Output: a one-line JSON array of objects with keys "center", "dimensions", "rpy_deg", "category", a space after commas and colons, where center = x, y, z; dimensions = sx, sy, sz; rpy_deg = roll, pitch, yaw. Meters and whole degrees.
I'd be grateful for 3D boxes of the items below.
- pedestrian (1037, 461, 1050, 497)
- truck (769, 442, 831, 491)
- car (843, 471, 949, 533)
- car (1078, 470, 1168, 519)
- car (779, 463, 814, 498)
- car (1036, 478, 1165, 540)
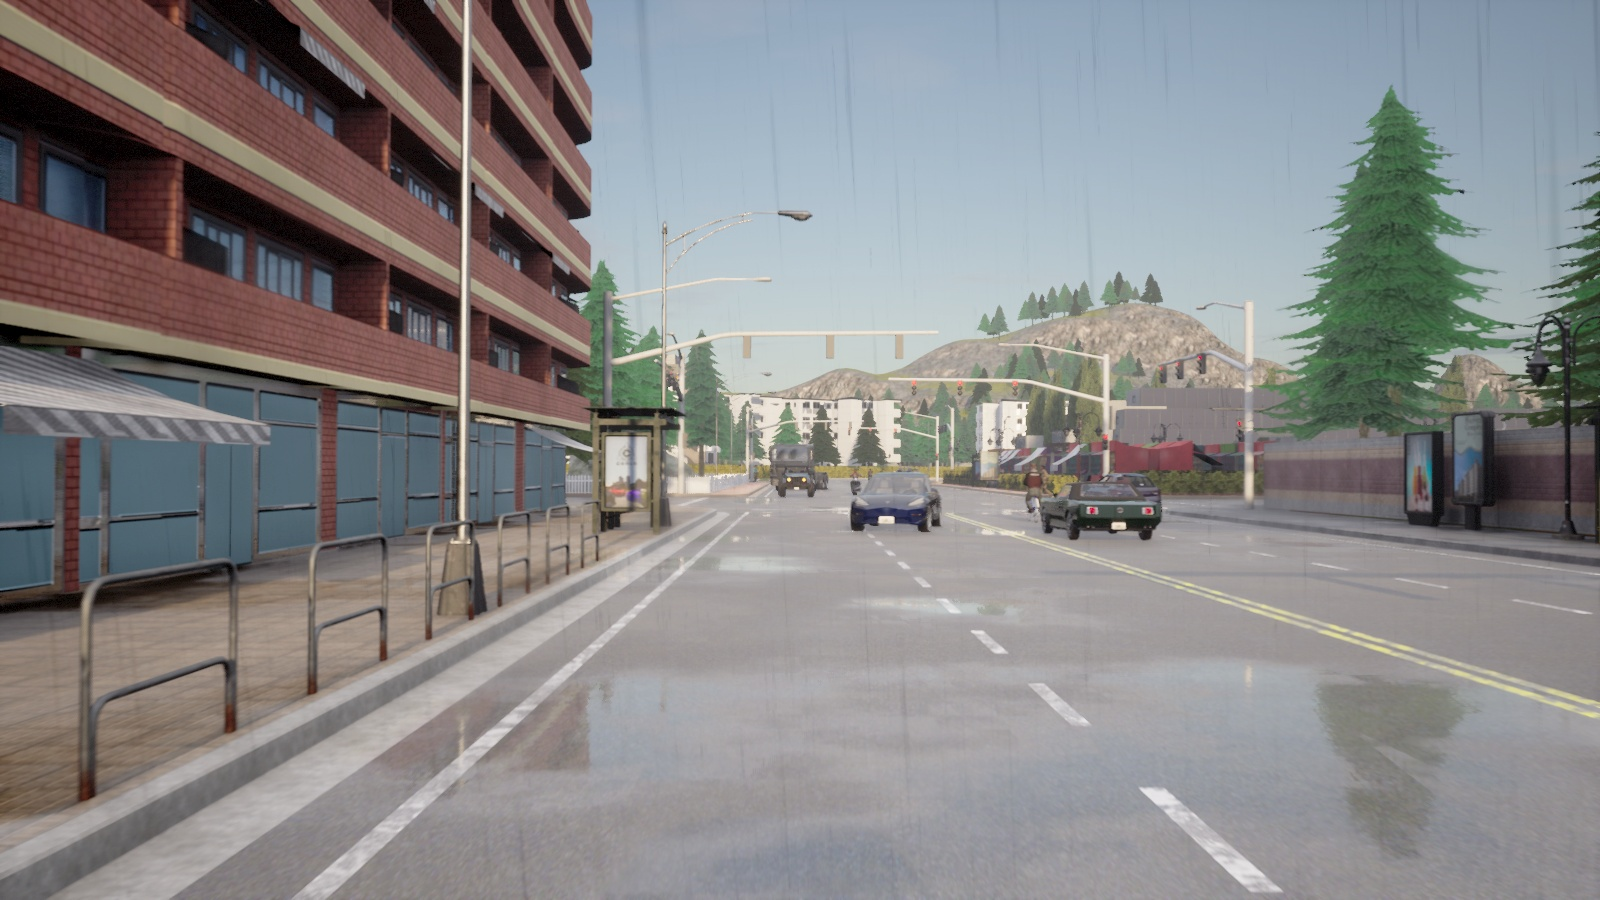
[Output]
[{"center": [13.227, 1.561, 68.207], "dimensions": [0.692, 1.930, 0.396], "rpy_deg": [0, -1, 6], "category": "pedestrian"}, {"center": [0.115, 1.234, 92.692], "dimensions": [2.891, 3.462, 7.936], "rpy_deg": [-1, -1, 13], "category": "truck"}, {"center": [2.597, 1.299, 32.839], "dimensions": [2.163, 1.488, 4.792], "rpy_deg": [0, -1, 12], "category": "car"}, {"center": [10.398, 1.400, 40.663], "dimensions": [1.816, 1.474, 4.193], "rpy_deg": [0, -1, 0], "category": "car"}, {"center": [-0.176, 1.674, 70.320], "dimensions": [1.905, 1.878, 3.866], "rpy_deg": [0, -1, 0], "category": "car"}, {"center": [6.926, 1.331, 29.446], "dimensions": [1.895, 1.301, 4.718], "rpy_deg": [0, -1, 0], "category": "car"}]
